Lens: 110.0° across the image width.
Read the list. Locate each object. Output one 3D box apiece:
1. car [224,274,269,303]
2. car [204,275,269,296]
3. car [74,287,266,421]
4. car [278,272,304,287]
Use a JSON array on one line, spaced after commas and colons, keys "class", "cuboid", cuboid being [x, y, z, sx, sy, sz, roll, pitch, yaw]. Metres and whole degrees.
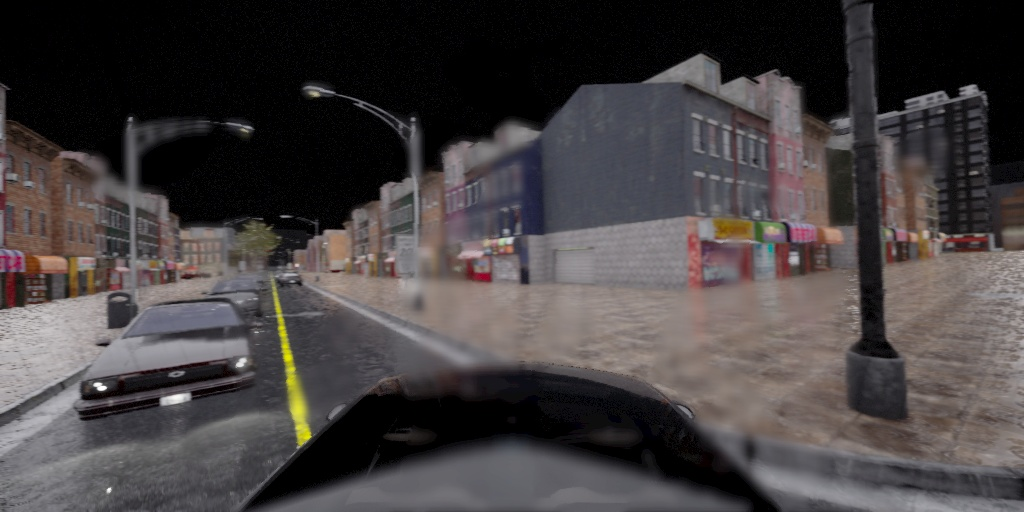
[{"class": "car", "cuboid": [-17.243, 2.013, 23.524, 2.128, 1.511, 4.902, -1, -1, -34]}, {"class": "car", "cuboid": [-11.461, 1.733, 14.936, 2.128, 1.511, 4.902, -1, -1, -34]}, {"class": "car", "cuboid": [-5.960, 1.526, 6.730, 2.033, 1.411, 5.357, -1, -1, -38]}, {"class": "car", "cuboid": [-22.923, 2.392, 37.206, 1.812, 1.442, 4.674, -1, -1, -34]}]
